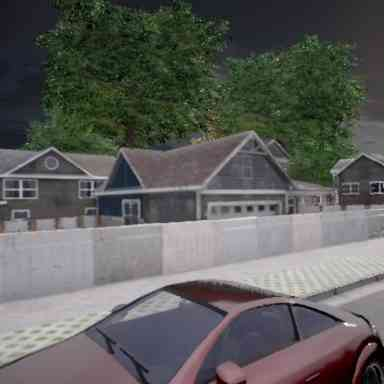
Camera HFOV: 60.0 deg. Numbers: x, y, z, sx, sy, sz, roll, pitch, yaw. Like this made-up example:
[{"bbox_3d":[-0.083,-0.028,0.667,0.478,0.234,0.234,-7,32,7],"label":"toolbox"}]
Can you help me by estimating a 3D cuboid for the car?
[{"bbox_3d":[0.069,1.641,3.164,4.181,1.385,1.994,0,-2,-37],"label":"car"}]
